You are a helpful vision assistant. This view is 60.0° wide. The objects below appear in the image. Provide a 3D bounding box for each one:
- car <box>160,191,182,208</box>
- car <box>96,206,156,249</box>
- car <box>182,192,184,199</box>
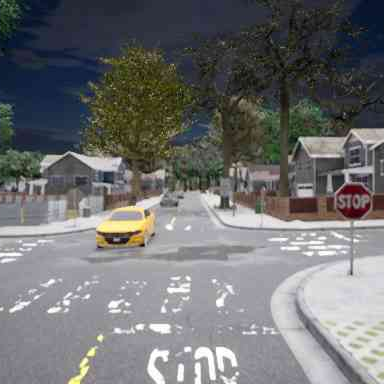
[{"bbox_3d":[-2.640,0.882,39.564,2.097,1.767,4.553,0,1,0],"label":"car"},{"bbox_3d":[-2.721,1.415,14.558,1.882,1.535,5.008,-1,1,0],"label":"car"},{"bbox_3d":[-2.570,0.577,64.563,1.882,1.535,5.008,0,1,0],"label":"car"}]
